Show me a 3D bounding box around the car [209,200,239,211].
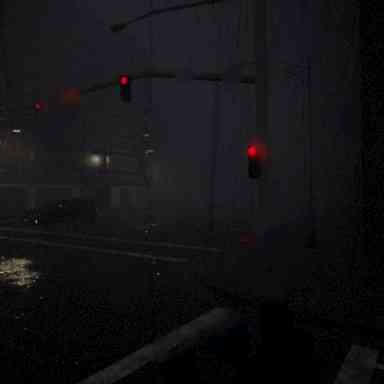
[{"bbox_3d":[4.357,1.721,44.658,2.033,1.411,5.357,-1,-1,35],"label":"car"}]

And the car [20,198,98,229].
[{"bbox_3d":[-9.621,1.528,24.638,2.150,2.045,5.566,-1,0,35],"label":"car"}]
